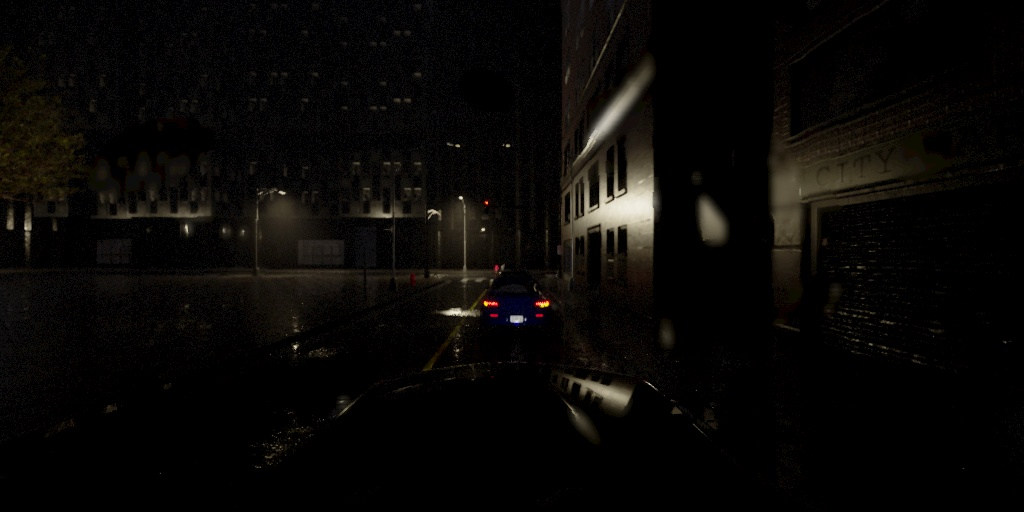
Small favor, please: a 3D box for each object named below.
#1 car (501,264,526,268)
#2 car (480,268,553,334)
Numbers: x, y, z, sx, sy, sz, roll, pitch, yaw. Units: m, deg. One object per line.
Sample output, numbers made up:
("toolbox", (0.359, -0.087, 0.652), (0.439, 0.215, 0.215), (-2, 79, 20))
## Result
("car", (0.098, 1.195, 20.535), (2.128, 1.511, 4.902), (0, 0, 1))
("car", (0.105, 1.254, 10.410), (1.812, 1.442, 4.674), (0, 0, 0))
